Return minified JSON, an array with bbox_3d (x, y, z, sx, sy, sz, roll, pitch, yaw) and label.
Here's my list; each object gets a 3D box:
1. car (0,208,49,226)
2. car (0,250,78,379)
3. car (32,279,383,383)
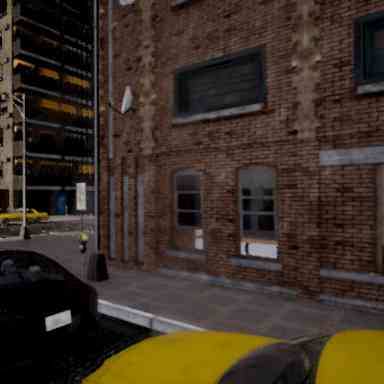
[{"bbox_3d":[-14.544,1.999,27.936,1.752,1.417,4.829,-2,-2,35],"label":"car"},{"bbox_3d":[-3.302,1.599,5.232,4.313,1.339,1.947,0,0,36],"label":"car"},{"bbox_3d":[1.186,1.526,2.031,4.829,1.417,1.752,0,0,36],"label":"car"}]
